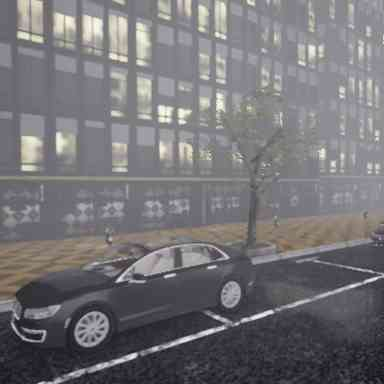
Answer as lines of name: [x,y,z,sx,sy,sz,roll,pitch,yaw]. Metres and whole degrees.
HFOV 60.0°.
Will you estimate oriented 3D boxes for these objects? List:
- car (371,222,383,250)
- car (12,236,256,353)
car: [8.485,1.460,12.623,4.403,1.369,2.008,0,0,-36]
car: [-0.768,1.533,6.021,4.403,1.369,2.008,0,0,-36]
